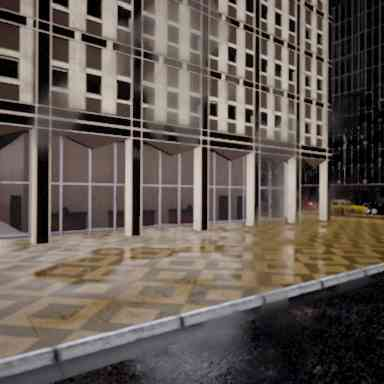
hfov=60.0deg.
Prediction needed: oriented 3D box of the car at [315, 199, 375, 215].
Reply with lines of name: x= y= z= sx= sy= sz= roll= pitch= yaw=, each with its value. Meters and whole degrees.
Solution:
car: x=15.450 y=1.531 z=33.810 sx=1.752 sy=1.417 sz=4.829 roll=1 pitch=0 yaw=-36

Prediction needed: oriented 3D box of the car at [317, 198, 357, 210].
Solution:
car: x=18.900 y=1.584 z=43.628 sx=2.008 sy=1.369 sz=4.403 roll=1 pitch=0 yaw=-36

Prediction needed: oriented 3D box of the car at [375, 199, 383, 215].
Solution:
car: x=19.723 y=1.550 z=32.593 sx=1.837 sy=1.490 sz=4.892 roll=1 pitch=0 yaw=-36

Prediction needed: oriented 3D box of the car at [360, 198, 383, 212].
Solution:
car: x=22.300 y=1.507 z=39.080 sx=1.967 sy=1.590 sz=4.097 roll=1 pitch=0 yaw=-36

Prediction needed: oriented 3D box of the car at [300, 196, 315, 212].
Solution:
car: x=12.002 y=1.286 z=38.533 sx=2.192 sy=1.841 sz=5.009 roll=1 pitch=0 yaw=-36
